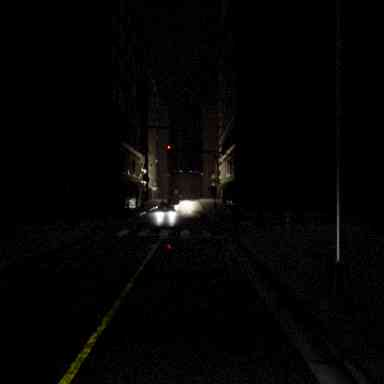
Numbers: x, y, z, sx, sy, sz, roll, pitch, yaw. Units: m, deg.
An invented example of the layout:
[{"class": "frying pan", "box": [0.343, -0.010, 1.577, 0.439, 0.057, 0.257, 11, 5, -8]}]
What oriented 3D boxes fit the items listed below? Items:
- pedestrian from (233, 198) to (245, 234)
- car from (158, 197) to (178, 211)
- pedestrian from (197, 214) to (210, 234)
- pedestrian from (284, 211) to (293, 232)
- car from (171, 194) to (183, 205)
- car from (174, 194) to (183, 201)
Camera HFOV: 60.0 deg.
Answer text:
[{"class": "pedestrian", "box": [2.299, 1.135, 16.606, 0.375, 1.860, 0.375, 0, 0, 0]}, {"class": "car", "box": [-3.095, 1.597, 40.687, 1.895, 1.301, 4.718, 0, 0, 0]}, {"class": "pedestrian", "box": [0.617, 1.289, 17.805, 0.375, 1.860, 0.375, 0, 0, 0]}, {"class": "pedestrian", "box": [5.014, 1.508, 17.205, 0.500, 1.100, 0.500, 0, 0, 0]}, {"class": "car", "box": [-3.071, 1.491, 57.076, 2.128, 1.511, 4.902, 0, 0, 0]}, {"class": "car", "box": [-2.999, 1.140, 72.575, 1.812, 1.442, 4.674, 0, 0, 0]}]
